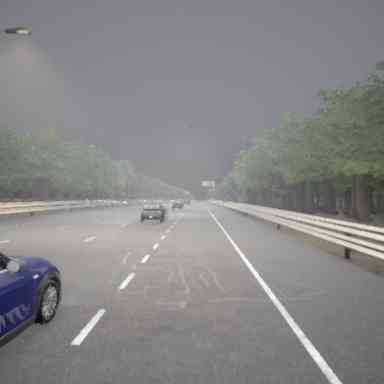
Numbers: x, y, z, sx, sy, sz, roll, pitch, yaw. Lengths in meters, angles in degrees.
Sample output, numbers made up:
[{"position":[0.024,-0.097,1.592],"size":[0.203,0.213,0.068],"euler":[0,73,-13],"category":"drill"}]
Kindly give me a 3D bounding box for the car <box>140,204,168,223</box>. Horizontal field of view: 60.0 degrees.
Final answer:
[{"position":[-3.079,1.730,27.774],"size":[2.128,1.511,4.902],"euler":[1,-1,1],"category":"car"}]

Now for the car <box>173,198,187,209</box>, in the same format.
[{"position":[-2.431,2.298,59.274],"size":[1.812,1.442,4.674],"euler":[1,-1,1],"category":"car"}]

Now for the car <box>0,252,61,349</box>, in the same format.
[{"position":[-3.492,1.345,4.346],"size":[2.097,1.767,4.553],"euler":[1,-1,1],"category":"car"}]
